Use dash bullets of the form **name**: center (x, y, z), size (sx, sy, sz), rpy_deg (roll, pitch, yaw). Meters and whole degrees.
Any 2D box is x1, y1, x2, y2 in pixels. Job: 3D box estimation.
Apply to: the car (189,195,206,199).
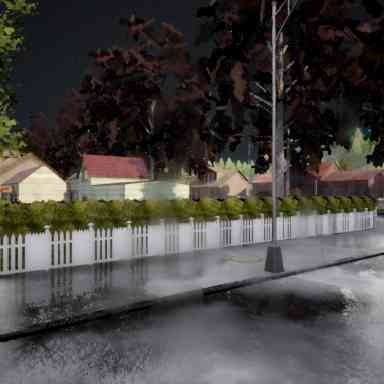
- **car**: center (1.970, 1.547, 44.499), size (2.033, 1.411, 5.357), rpy_deg (0, 0, -36)
